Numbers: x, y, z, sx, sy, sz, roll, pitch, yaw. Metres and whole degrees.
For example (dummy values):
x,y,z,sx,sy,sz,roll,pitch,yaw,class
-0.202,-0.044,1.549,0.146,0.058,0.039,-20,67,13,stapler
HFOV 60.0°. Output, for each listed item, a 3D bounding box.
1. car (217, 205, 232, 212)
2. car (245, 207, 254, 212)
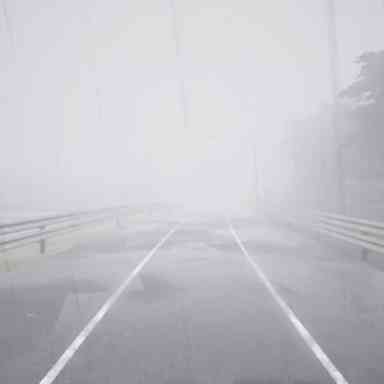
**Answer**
x,y,z,sx,sy,sz,roll,pitch,yaw,class
7.439,3.786,75.709,1.837,1.490,4.892,-2,-4,34,car
15.891,4.742,90.004,1.895,1.301,4.718,-1,-4,26,car
